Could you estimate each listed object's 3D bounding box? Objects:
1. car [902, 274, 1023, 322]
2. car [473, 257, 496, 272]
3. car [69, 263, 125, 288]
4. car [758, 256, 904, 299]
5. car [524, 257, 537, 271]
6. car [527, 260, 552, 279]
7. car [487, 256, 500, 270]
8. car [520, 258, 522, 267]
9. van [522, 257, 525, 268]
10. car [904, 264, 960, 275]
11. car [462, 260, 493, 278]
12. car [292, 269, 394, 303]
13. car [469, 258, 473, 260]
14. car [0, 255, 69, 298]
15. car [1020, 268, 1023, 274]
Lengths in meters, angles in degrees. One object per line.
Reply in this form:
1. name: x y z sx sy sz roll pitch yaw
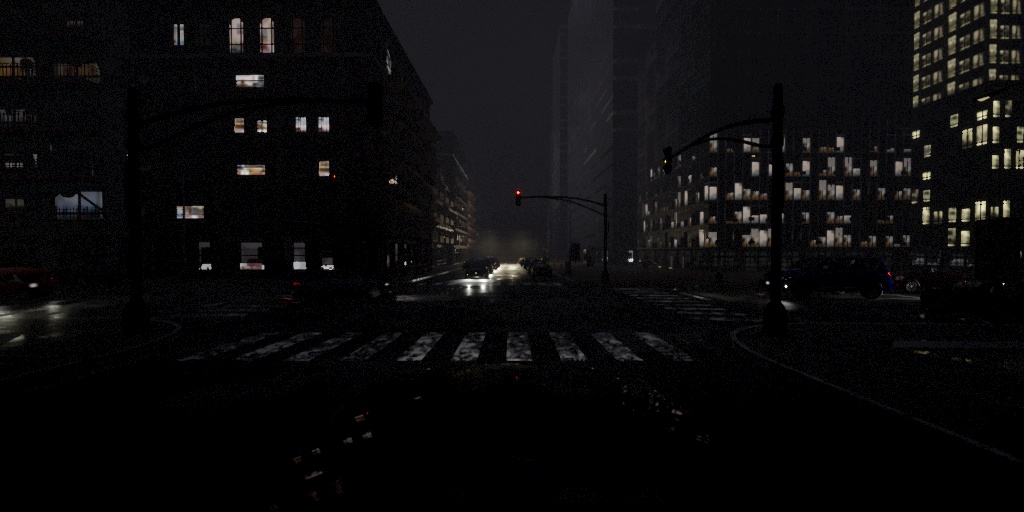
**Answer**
1. car: 16.704 1.447 12.218 4.403 1.370 2.007 0 0 1
2. car: -3.135 1.225 41.588 1.837 1.490 4.892 0 0 0
3. car: -25.876 1.112 21.375 4.507 1.381 1.888 0 0 1
4. car: 15.723 1.022 18.135 5.566 2.045 2.150 0 1 1
5. car: 2.622 1.164 38.157 1.967 1.591 4.097 0 0 0
6. car: 2.627 1.276 32.512 1.888 1.381 4.507 0 0 0
7. car: -3.131 1.060 50.824 2.097 1.767 4.553 0 0 0
8. car: 2.606 1.247 55.095 1.888 1.381 4.507 0 0 0
9. van: 2.612 1.051 49.449 1.690 1.789 3.998 0 0 0
10. car: 23.355 1.233 20.772 4.097 1.591 1.967 0 0 1
11. car: -3.120 1.294 32.849 1.994 1.385 4.181 0 0 0
12. car: -7.668 1.305 16.554 4.181 1.385 1.994 0 0 -16
13. car: -5.737 1.276 49.408 1.948 1.339 4.313 0 0 0
14. car: -23.265 0.892 15.444 5.566 2.045 2.150 0 1 2
15. car: 25.744 1.338 18.008 4.902 1.511 2.128 0 1 1
